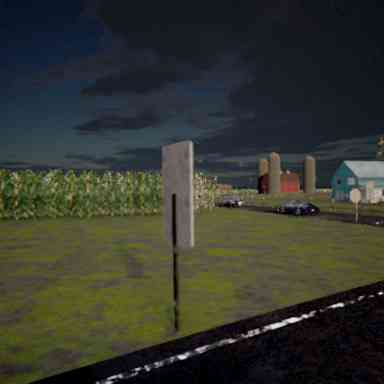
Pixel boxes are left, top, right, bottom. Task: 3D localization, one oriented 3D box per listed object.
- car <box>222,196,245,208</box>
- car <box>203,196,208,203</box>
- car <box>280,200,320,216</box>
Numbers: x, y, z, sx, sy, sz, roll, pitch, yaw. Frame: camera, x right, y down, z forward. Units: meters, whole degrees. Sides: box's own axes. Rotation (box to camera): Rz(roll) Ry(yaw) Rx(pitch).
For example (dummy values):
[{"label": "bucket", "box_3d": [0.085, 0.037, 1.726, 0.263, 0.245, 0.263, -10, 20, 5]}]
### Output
[{"label": "car", "box_3d": [5.670, 1.353, 46.390, 2.128, 1.511, 4.902, -1, 0, -16]}, {"label": "car", "box_3d": [1.419, 1.365, 61.049, 1.837, 1.490, 4.892, -1, 0, -17]}, {"label": "car", "box_3d": [10.118, 1.430, 31.348, 1.994, 1.385, 4.181, -1, 0, -17]}]
